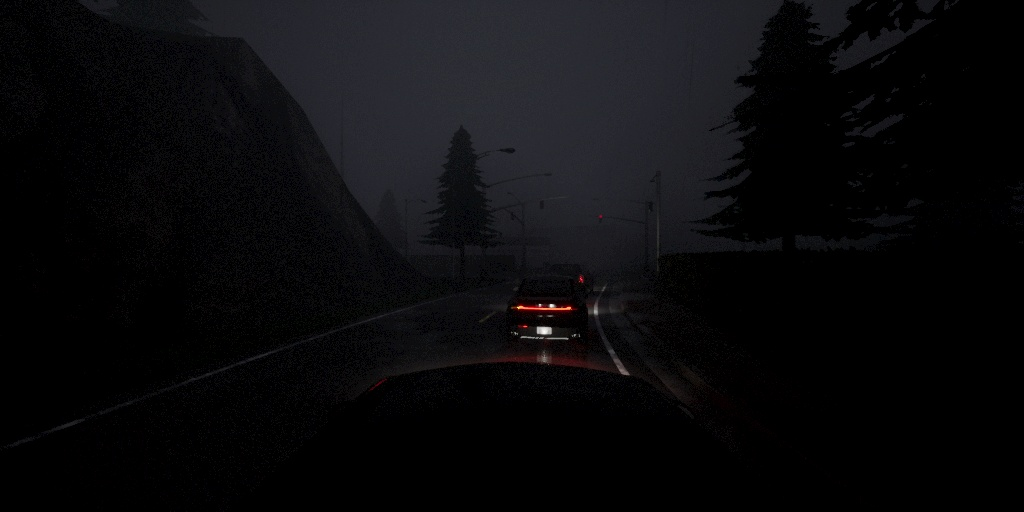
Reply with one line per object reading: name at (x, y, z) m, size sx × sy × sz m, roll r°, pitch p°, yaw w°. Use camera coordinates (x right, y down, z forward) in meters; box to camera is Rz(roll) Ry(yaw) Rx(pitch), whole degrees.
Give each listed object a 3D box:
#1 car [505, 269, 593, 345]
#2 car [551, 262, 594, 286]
car at (1.019, 1.255, 9.614) m, size 1.837 × 1.490 × 4.892 m, roll 0°, pitch 0°, yaw 9°
car at (3.019, 1.102, 18.535) m, size 2.097 × 1.767 × 4.553 m, roll 0°, pitch 0°, yaw 17°
